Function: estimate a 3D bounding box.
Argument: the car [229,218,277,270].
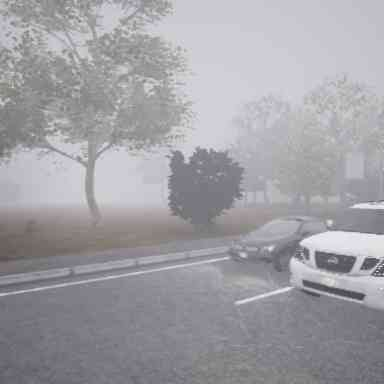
[{"bbox_3d":[3.298,1.542,10.993,4.674,1.442,1.812,0,0,-38],"label":"car"}]

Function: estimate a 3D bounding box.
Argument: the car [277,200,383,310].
[{"bbox_3d":[4.611,1.232,7.560,5.566,2.045,2.150,0,0,-38],"label":"car"}]
